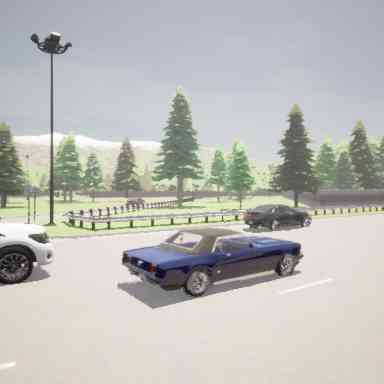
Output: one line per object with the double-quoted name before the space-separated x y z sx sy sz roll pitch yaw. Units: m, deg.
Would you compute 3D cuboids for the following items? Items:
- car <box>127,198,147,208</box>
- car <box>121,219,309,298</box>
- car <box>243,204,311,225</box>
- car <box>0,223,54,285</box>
"car" -7.921 1.524 47.798 1.812 1.442 4.674 0 0 9
"car" 0.733 1.600 8.556 4.718 1.301 1.895 0 0 -35
"car" 5.324 1.504 20.408 4.892 1.490 1.837 0 0 -35
"car" -6.317 1.223 7.841 5.566 2.045 2.150 0 0 -35
